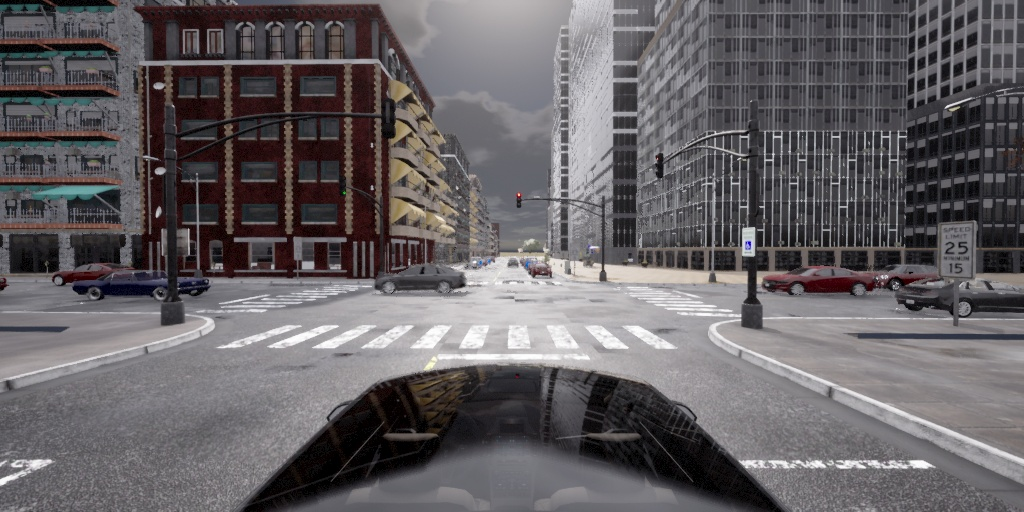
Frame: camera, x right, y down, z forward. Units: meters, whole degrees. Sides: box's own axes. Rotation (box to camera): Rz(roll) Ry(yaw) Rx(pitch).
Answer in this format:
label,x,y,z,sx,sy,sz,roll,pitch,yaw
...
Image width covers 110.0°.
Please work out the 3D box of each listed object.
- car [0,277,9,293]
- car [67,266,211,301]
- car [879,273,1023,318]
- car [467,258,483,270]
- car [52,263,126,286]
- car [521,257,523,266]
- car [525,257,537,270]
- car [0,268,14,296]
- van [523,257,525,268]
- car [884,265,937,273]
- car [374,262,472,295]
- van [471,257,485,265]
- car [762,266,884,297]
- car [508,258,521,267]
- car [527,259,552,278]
label,x,y,z,sx,sy,sz,roll,pitch,yaw
car,-22.597,1.259,13.704,4.507,1.381,1.888,0,0,1
car,-16.643,1.299,16.315,4.718,1.301,1.895,0,1,1
car,16.740,1.445,13.076,4.403,1.370,2.007,0,0,1
car,-5.584,1.267,50.337,1.948,1.339,4.313,0,0,0
car,-25.811,1.109,22.368,4.507,1.381,1.888,0,0,1
car,2.777,1.238,55.998,1.888,1.381,4.507,0,0,0
car,2.739,1.157,39.060,1.967,1.591,4.097,0,0,0
car,-26.522,1.254,16.475,4.718,1.301,1.895,0,1,1
van,2.765,1.042,50.352,1.690,1.789,3.998,0,0,0
car,23.418,1.229,21.609,4.097,1.591,1.967,0,0,1
car,-4.860,1.245,19.352,4.892,1.490,1.837,0,0,1
van,-5.572,1.033,55.983,1.690,1.789,3.998,0,0,0
car,16.065,1.275,18.994,5.008,1.535,1.882,0,1,1
car,0.238,1.279,64.056,1.895,1.301,4.718,0,0,0
car,2.727,1.270,33.414,1.888,1.381,4.507,0,0,0
